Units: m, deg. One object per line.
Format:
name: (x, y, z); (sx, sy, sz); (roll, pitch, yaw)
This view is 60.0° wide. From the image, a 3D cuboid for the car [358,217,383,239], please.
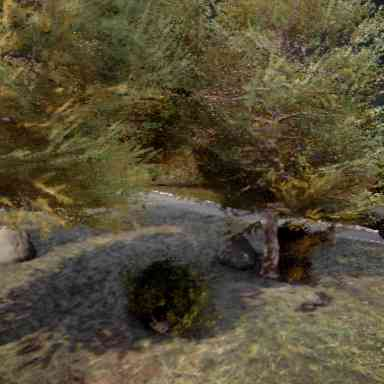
car: (8.064, 1.068, 10.968); (4.674, 1.442, 1.812); (8, 2, 31)
